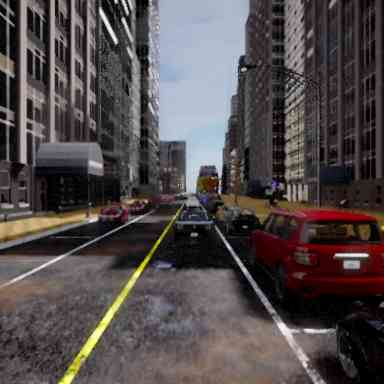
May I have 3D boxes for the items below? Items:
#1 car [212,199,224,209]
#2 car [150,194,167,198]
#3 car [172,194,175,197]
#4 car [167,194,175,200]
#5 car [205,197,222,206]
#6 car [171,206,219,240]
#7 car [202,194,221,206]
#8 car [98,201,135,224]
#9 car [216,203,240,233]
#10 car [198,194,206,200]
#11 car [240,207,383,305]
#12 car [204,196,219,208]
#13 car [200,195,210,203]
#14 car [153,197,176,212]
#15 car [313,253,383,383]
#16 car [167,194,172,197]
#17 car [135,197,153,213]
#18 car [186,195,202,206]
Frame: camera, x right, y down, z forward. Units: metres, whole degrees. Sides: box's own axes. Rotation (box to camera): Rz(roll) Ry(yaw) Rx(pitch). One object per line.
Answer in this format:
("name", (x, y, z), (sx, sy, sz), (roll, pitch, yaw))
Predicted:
("car", (2.700, 1.508, 24.794), (1.752, 1.417, 4.829), (0, 0, 0))
("car", (-5.674, 1.276, 52.322), (2.192, 1.841, 5.009), (0, 0, 0))
("car", (-5.668, 1.479, 85.557), (1.887, 1.381, 4.507), (0, 0, 0))
("car", (-5.666, 1.369, 91.097), (1.967, 1.590, 4.097), (0, 0, 0))
("car", (2.702, 1.540, 35.703), (1.947, 1.339, 4.313), (0, 0, 0))
("car", (0.103, 1.589, 16.896), (1.895, 1.301, 4.718), (0, 0, 0))
("car", (2.705, 1.285, 41.242), (2.192, 1.841, 5.009), (0, 0, 0))
("car", (-5.680, 1.565, 24.626), (1.802, 1.307, 4.206), (0, 0, 0))
("car", (2.699, 1.537, 19.085), (2.008, 1.369, 4.403), (0, 0, 0))
("car", (2.714, 1.369, 91.096), (1.967, 1.590, 4.097), (0, 0, 0))
("car", (2.698, 1.309, 8.006), (2.192, 1.841, 5.009), (0, 0, 0))
("car", (2.705, 1.405, 46.781), (1.967, 1.590, 4.097), (0, 0, 0))
("car", (2.710, 1.387, 68.939), (1.967, 1.590, 4.097), (0, 0, 0))
("car", (-3.028, 1.537, 37.840), (1.994, 1.385, 4.181), (0, 0, 0))
("car", (2.695, 1.564, 2.467), (1.947, 1.339, 4.313), (0, 0, 0))
("car", (-5.671, 1.492, 68.940), (1.887, 1.381, 4.507), (0, 0, 0))
("car", (-5.678, 1.557, 35.704), (1.802, 1.307, 4.206), (0, 0, 0))
("car", (0.111, 1.492, 45.339), (1.812, 1.442, 4.674), (0, 0, 0))
